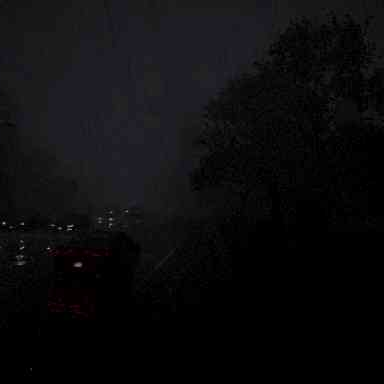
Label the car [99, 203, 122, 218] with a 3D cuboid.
[{"bbox_3d":[-11.712,2.802,47.578,1.837,1.490,4.892,3,-1,3],"label":"car"}]

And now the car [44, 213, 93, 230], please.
[{"bbox_3d":[-9.497,2.476,26.670,1.837,1.490,4.892,3,-2,3],"label":"car"}]

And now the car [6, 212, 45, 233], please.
[{"bbox_3d":[-13.011,2.328,26.485,1.812,1.442,4.674,3,-1,3],"label":"car"}]

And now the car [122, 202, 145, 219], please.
[{"bbox_3d":[-8.181,2.809,47.866,2.097,1.767,4.553,3,-1,3],"label":"car"}]

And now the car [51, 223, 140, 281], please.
[{"bbox_3d":[-3.207,2.123,12.225,1.882,1.535,5.008,3,-3,3],"label":"car"}]

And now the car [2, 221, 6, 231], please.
[{"bbox_3d":[-10.231,1.890,13.688,1.837,1.490,4.892,3,-3,3],"label":"car"}]
